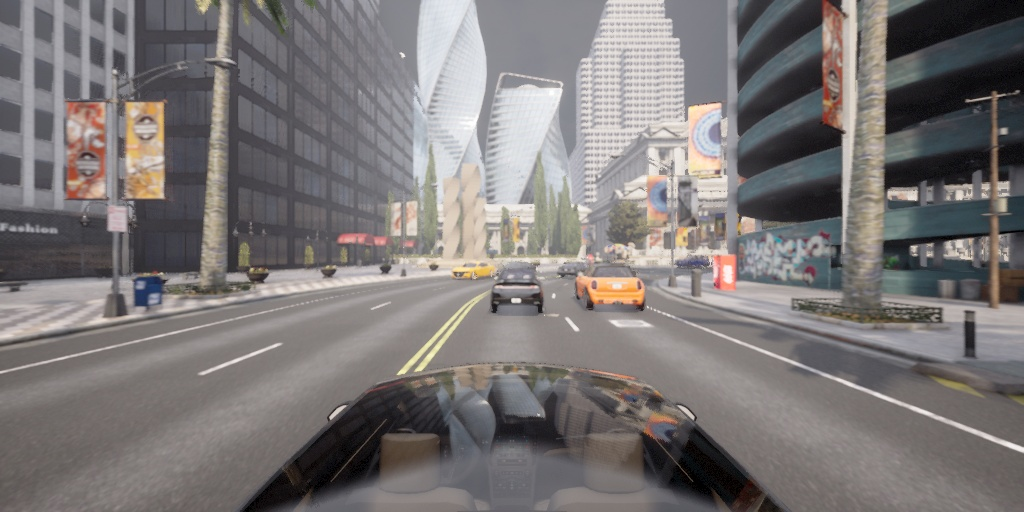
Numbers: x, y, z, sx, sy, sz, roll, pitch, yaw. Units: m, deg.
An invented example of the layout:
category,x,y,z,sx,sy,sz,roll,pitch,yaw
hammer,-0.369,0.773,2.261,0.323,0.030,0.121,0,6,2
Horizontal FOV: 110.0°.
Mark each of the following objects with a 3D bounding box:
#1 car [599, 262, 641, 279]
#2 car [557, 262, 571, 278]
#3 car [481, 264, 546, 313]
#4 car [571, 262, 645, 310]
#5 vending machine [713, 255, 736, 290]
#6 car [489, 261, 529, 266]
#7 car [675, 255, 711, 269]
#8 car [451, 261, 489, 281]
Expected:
category,x,y,z,sx,sy,sz,roll,pitch,yaw
car,10.035,1.262,32.956,2.033,1.411,5.357,0,0,36
car,6.050,1.262,33.237,2.033,1.411,5.357,0,0,33
car,0.291,1.228,14.042,2.128,1.511,4.902,0,0,4
car,3.849,1.087,14.776,2.097,1.767,4.553,0,0,4
vending machine,11.742,0.925,19.832,1.100,2.100,0.880,0,0,15
car,0.362,1.196,30.122,1.882,1.535,5.008,0,0,26
car,28.667,0.909,56.785,5.566,2.045,2.150,0,0,-12
car,-3.242,1.195,30.521,1.882,1.535,5.008,0,0,24
